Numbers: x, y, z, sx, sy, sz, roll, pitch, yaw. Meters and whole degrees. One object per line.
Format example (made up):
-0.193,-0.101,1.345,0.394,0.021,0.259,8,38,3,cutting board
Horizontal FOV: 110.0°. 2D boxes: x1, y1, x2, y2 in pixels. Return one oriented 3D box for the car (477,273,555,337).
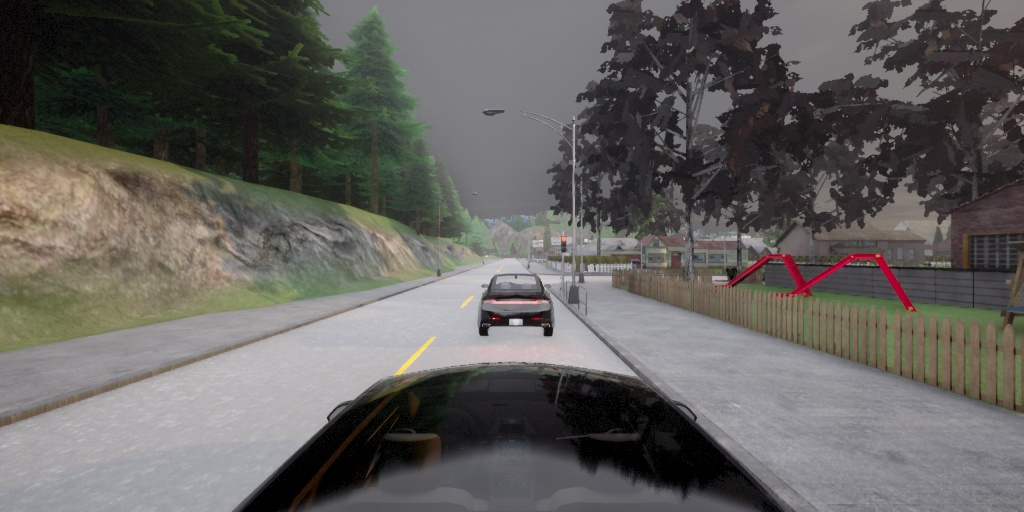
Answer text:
0.116,1.242,10.307,2.128,1.511,4.902,0,0,1,car
